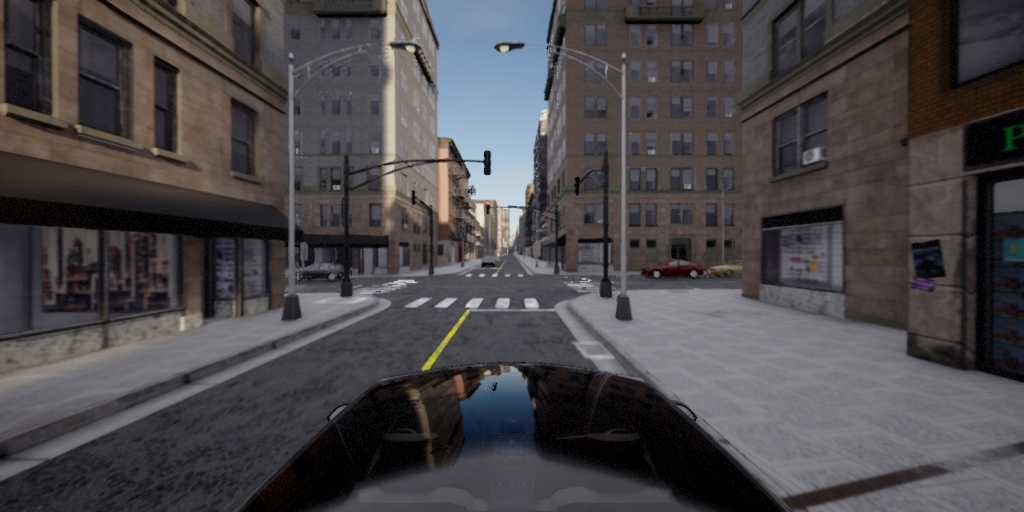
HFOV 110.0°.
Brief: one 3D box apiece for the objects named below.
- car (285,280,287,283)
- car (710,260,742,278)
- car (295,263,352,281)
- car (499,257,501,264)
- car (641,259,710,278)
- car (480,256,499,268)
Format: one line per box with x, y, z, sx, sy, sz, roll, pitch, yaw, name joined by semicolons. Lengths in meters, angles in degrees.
-14.654;1.277;18.993;4.207;1.307;1.802;0;0;0;car
17.465;0.857;27.288;4.829;1.417;1.751;0;0;0;car
-14.620;1.197;27.518;4.403;1.370;2.007;0;0;0;car
-3.027;0.663;64.053;1.895;1.301;4.718;0;1;1;car
12.143;0.930;27.327;4.507;1.381;1.888;0;0;0;car
-3.076;0.763;47.992;1.837;1.490;4.892;0;1;0;car
